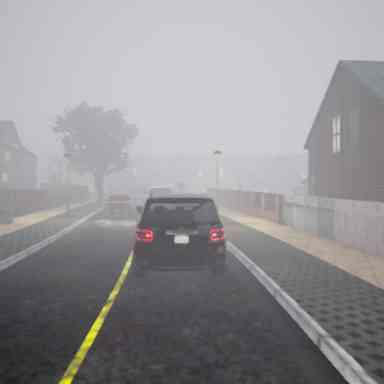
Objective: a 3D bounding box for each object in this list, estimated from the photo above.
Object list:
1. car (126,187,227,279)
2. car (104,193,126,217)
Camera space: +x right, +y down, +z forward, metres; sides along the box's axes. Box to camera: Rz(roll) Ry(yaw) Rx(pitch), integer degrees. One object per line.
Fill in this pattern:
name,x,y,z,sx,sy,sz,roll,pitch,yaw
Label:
car,-0.437,0.999,9.540,2.150,2.045,5.566,0,2,-5
car,-5.159,0.854,23.822,1.882,1.535,5.008,0,2,-8
